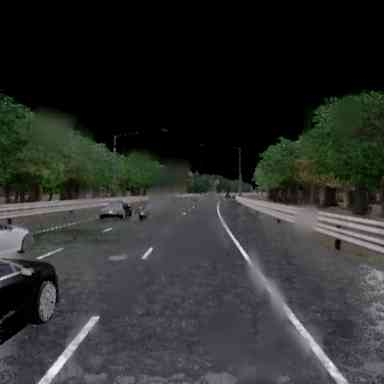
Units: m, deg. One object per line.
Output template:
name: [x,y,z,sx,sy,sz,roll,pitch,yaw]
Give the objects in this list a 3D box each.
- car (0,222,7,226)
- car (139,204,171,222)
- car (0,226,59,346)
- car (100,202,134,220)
car: [-6.775,1.504,10.275,1.812,1.442,4.674,0,0,1]
car: [-2.799,1.554,25.922,1.895,1.301,4.718,0,0,2]
car: [-3.355,1.482,4.171,2.128,1.511,4.902,0,0,0]
car: [-6.208,1.512,27.836,1.994,1.385,4.181,0,0,3]
